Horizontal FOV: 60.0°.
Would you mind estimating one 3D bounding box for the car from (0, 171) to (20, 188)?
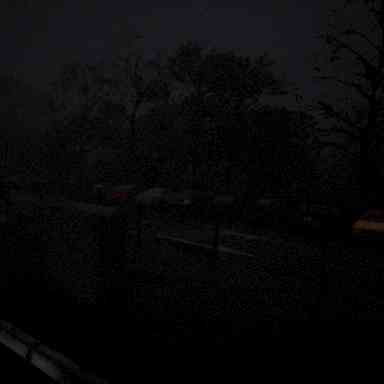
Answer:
[{"bbox_3d":[-18.033,-1.210,35.333,1.946,1.575,5.366,6,3,35],"label":"car"}]

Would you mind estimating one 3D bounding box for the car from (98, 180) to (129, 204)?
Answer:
[{"bbox_3d":[-4.406,0.179,25.858,2.097,1.535,5.008,6,3,35],"label":"car"}]

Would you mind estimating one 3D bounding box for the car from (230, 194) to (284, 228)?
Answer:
[{"bbox_3d":[4.608,1.109,19.443,2.231,1.521,4.892,6,3,35],"label":"car"}]

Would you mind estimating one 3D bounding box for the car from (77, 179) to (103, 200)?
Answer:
[{"bbox_3d":[-6.662,-0.012,27.466,2.002,1.452,4.674,6,3,35],"label":"car"}]

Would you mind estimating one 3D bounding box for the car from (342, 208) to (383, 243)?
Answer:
[{"bbox_3d":[9.009,1.571,16.090,1.946,1.575,5.366,6,3,35],"label":"car"}]

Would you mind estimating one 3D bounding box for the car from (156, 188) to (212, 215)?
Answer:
[{"bbox_3d":[0.131,0.518,22.674,2.185,1.767,4.553,6,3,35],"label":"car"}]

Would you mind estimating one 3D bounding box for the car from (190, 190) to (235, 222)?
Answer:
[{"bbox_3d":[2.361,0.875,21.056,2.097,1.535,5.008,6,3,35],"label":"car"}]

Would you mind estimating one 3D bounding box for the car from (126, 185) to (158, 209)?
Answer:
[{"bbox_3d":[-2.153,0.451,24.258,2.002,1.452,4.674,6,3,35],"label":"car"}]

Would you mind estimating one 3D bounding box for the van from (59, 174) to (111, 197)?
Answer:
[{"bbox_3d":[-8.828,-0.508,29.154,1.878,1.987,4.442,6,3,35],"label":"van"}]

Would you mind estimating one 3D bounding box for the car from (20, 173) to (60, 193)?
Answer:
[{"bbox_3d":[-13.436,-0.716,32.254,2.163,1.488,4.792,6,3,35],"label":"car"}]

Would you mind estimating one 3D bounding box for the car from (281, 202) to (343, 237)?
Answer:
[{"bbox_3d":[6.879,1.370,17.870,2.163,1.488,4.792,6,3,35],"label":"car"}]
